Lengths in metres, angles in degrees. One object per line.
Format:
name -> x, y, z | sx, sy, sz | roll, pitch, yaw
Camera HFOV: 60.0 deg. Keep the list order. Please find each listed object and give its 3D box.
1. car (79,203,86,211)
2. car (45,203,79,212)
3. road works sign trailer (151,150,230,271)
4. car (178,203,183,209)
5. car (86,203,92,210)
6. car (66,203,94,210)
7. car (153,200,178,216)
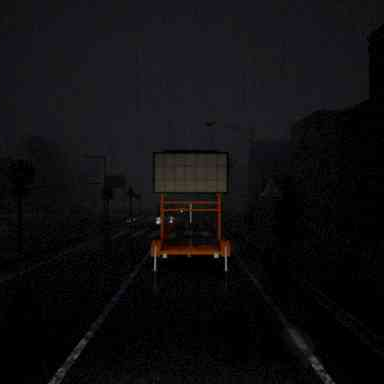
car -> -21.884, 2.627, 58.617 | 4.892, 1.521, 2.231 | 0, -1, 0
car -> -21.895, 2.585, 55.341 | 4.674, 1.452, 2.002 | 0, -1, 0
road works sign trailer -> -0.038, 0.451, 10.772 | 2.380, 3.560, 2.880 | 0, -1, 0
car -> -3.148, 3.230, 77.356 | 1.895, 1.301, 4.718 | 0, -1, 0
car -> -21.887, 2.706, 61.889 | 5.008, 1.535, 2.097 | 0, -1, 0
car -> -21.870, 2.823, 65.036 | 4.674, 1.452, 2.002 | 0, -1, 0
car -> -3.316, 2.011, 42.611 | 2.150, 2.045, 5.566 | 0, -1, 0
